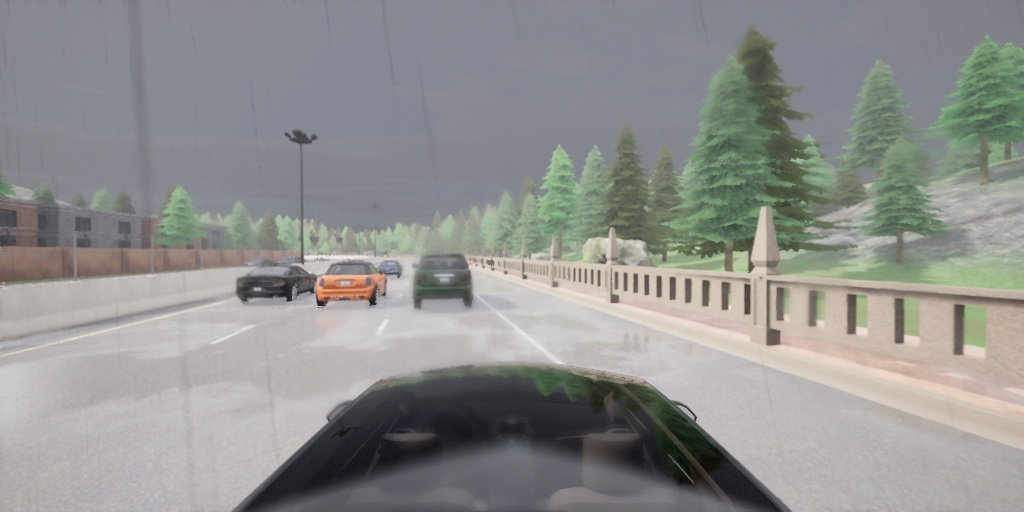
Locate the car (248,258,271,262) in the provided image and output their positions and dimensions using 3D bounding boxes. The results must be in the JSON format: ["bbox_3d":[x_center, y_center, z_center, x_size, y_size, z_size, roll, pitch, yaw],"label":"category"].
[{"bbox_3d":[-32.178,0.956,45.776,2.128,1.511,4.902,0,0,-13],"label":"car"}]

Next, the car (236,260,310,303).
[{"bbox_3d":[-10.455,1.132,16.346,1.882,1.535,5.008,0,1,-13],"label":"car"}]

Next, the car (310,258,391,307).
[{"bbox_3d":[-6.576,1.006,15.160,2.097,1.767,4.553,0,0,-13],"label":"car"}]

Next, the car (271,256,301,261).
[{"bbox_3d":[-28.713,0.802,46.331,2.097,1.767,4.553,0,1,-13],"label":"car"}]

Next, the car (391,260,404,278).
[{"bbox_3d":[-10.329,1.084,30.615,2.033,1.411,5.357,0,1,-13],"label":"car"}]

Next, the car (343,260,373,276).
[{"bbox_3d":[-14.966,1.075,34.959,1.994,1.385,4.181,0,0,-14],"label":"car"}]

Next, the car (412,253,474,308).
[{"bbox_3d":[-2.892,0.873,14.774,2.150,2.045,5.566,0,1,-13],"label":"car"}]
